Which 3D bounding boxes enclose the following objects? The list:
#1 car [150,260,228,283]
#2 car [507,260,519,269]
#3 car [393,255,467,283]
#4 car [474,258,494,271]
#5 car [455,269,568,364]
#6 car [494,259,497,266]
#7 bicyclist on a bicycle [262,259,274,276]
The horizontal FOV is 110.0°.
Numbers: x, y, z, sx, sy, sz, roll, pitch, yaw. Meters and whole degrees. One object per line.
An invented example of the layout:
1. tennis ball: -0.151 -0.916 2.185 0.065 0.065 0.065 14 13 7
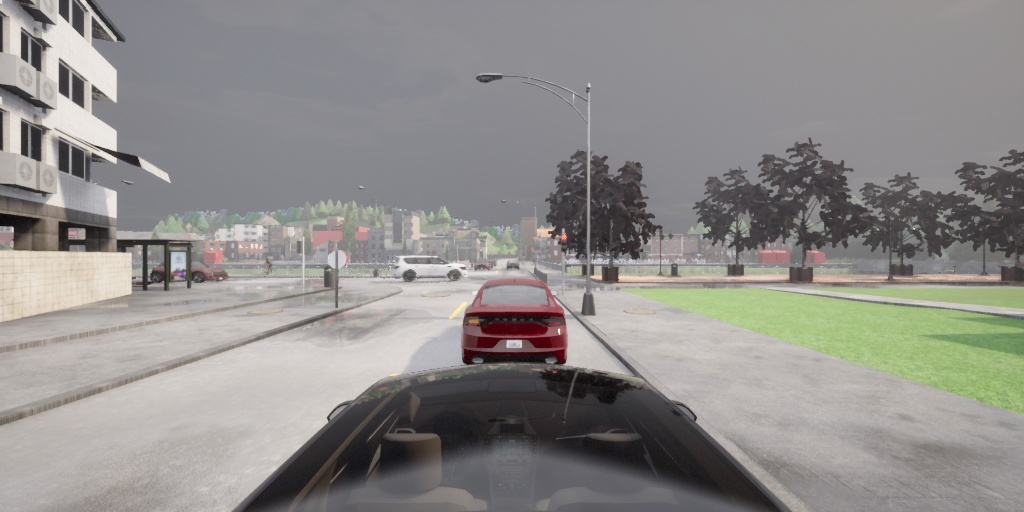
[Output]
1. car: -24.077 1.102 26.899 4.553 1.767 2.097 0 0 0
2. car: 0.145 1.351 56.331 1.895 1.301 4.718 0 0 0
3. car: -6.284 0.974 27.654 5.566 2.045 2.150 0 1 -13
4. car: -4.061 1.102 50.292 2.097 1.767 4.553 0 0 0
5. car: 0.057 1.228 8.091 1.882 1.535 5.008 0 0 0
6. car: -4.040 1.241 59.536 2.128 1.511 4.902 0 0 0
7. bicyclist on a bicycle: -24.002 1.099 35.296 0.582 1.620 1.656 0 0 0
